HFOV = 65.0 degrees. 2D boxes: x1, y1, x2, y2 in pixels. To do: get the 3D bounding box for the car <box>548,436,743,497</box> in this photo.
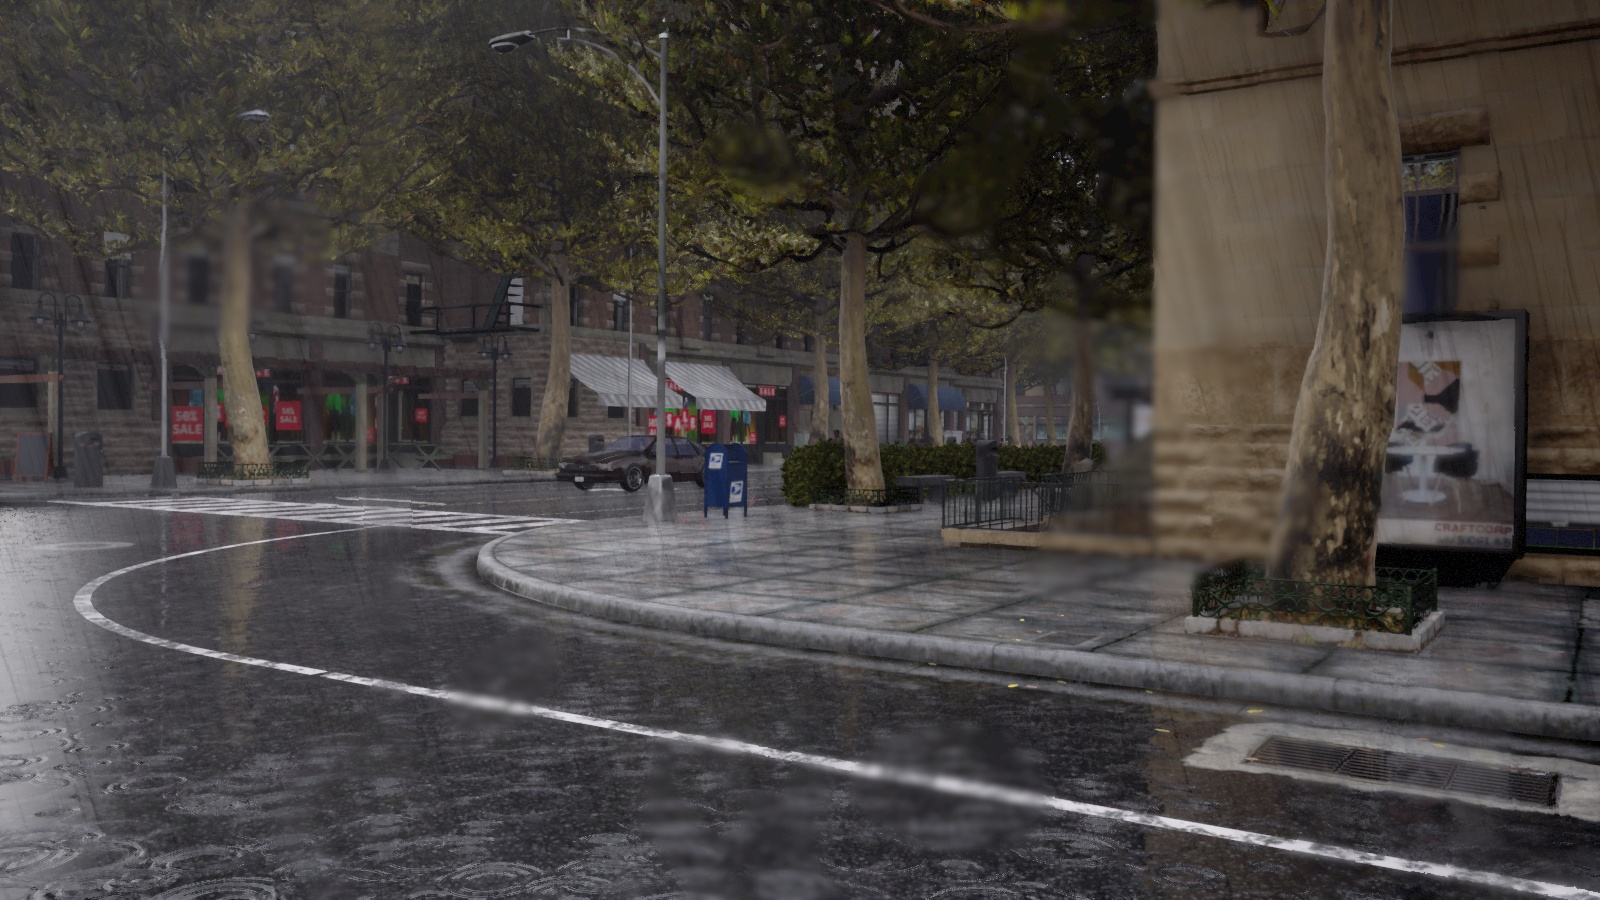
[{"bbox_3d":[-3.879,0.368,32.640,2.033,1.411,5.357,0,1,33],"label":"car"}]
